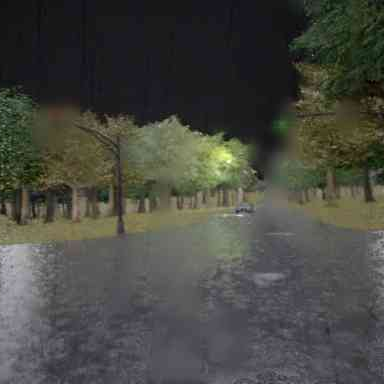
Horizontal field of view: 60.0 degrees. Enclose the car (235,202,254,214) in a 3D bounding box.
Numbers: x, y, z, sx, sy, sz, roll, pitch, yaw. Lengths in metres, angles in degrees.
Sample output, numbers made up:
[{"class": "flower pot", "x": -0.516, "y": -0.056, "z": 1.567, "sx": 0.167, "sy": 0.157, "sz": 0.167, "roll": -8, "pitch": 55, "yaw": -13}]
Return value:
[{"class": "car", "x": 6.274, "y": 1.901, "z": 39.575, "sx": 1.994, "sy": 1.385, "sz": 4.181, "roll": -2, "pitch": 0, "yaw": 13}]
